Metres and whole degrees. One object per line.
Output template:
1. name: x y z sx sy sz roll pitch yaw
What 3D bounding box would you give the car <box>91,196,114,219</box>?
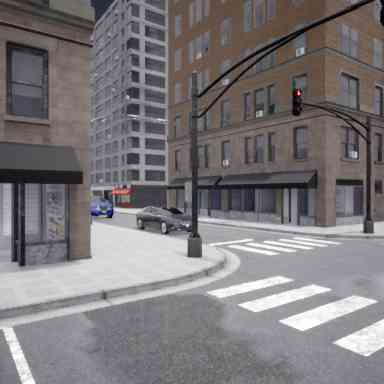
1. car: -8.975 1.349 30.112 2.150 2.045 5.566 0 -1 -36

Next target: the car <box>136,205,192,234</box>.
1. car: -1.660 1.574 19.844 1.837 1.490 4.892 0 0 -35
